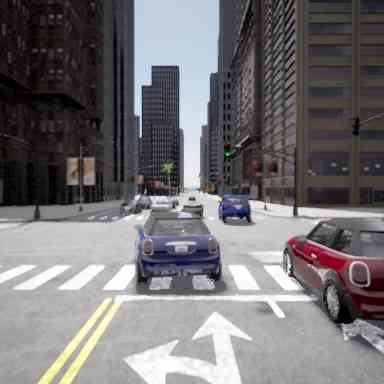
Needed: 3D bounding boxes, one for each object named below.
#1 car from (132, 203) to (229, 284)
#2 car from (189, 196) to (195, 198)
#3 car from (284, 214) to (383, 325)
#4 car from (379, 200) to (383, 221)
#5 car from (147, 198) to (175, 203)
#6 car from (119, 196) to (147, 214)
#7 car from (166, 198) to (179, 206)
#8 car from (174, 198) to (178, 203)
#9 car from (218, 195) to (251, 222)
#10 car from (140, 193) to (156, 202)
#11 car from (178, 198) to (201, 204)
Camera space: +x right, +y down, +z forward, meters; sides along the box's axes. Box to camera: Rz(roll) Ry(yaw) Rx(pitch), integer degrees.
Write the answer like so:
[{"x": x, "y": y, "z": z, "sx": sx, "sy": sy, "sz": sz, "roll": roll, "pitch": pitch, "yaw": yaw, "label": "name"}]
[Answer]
[{"x": -0.626, "y": 1.367, "z": 9.965, "sx": 2.097, "sy": 1.767, "sz": 4.553, "roll": 0, "pitch": 0, "yaw": -10, "label": "car"}, {"x": 0.013, "y": 1.653, "z": 77.630, "sx": 1.837, "sy": 1.490, "sz": 4.892, "roll": 0, "pitch": 0, "yaw": 0, "label": "car"}, {"x": 3.498, "y": 1.363, "z": 7.277, "sx": 2.097, "sy": 1.767, "sz": 4.553, "roll": 0, "pitch": 0, "yaw": 2, "label": "car"}, {"x": 16.683, "y": 1.393, "z": 24.968, "sx": 4.097, "sy": 1.590, "sz": 1.967, "roll": 0, "pitch": 1, "yaw": 0, "label": "car"}, {"x": -3.339, "y": 1.664, "z": 36.925, "sx": 1.895, "sy": 1.301, "sz": 4.718, "roll": 0, "pitch": 0, "yaw": 3, "label": "car"}, {"x": -6.588, "y": 1.554, "z": 36.278, "sx": 2.128, "sy": 1.511, "sz": 4.902, "roll": 0, "pitch": 0, "yaw": 0, "label": "car"}, {"x": -3.240, "y": 1.667, "z": 56.154, "sx": 1.994, "sy": 1.385, "sz": 4.181, "roll": 0, "pitch": 0, "yaw": 0, "label": "car"}, {"x": -3.310, "y": 1.646, "z": 46.305, "sx": 1.994, "sy": 1.385, "sz": 4.181, "roll": 0, "pitch": 0, "yaw": 1, "label": "car"}, {"x": 3.348, "y": 1.267, "z": 26.753, "sx": 2.150, "sy": 2.045, "sz": 5.566, "roll": 0, "pitch": 0, "yaw": 0, "label": "car"}, {"x": -6.565, "y": 1.433, "z": 45.489, "sx": 2.097, "sy": 1.767, "sz": 4.553, "roll": 0, "pitch": 0, "yaw": 0, "label": "car"}, {"x": 0.105, "y": 1.542, "z": 30.040, "sx": 2.128, "sy": 1.511, "sz": 4.902, "roll": 0, "pitch": 0, "yaw": 0, "label": "car"}]
